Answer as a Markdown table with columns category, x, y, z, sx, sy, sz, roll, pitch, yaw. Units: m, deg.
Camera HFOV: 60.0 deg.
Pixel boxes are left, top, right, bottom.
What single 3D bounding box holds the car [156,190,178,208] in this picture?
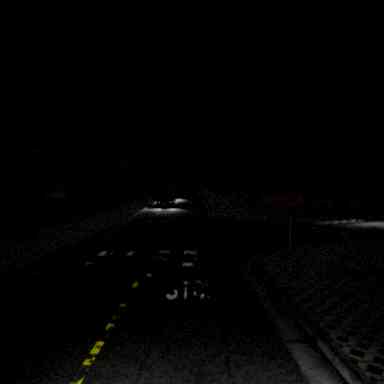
| category | x | y | z | sx | sy | sz | roll | pitch | yaw |
| --- | --- | --- | --- | --- | --- | --- | --- | --- | --- |
| car | -2.819 | 0.908 | 36.509 | 1.837 | 1.490 | 4.892 | 0 | 2 | 0 |

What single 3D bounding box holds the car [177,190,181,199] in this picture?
| category | x | y | z | sx | sy | sz | roll | pitch | yaw |
| --- | --- | --- | --- | --- | --- | --- | --- | --- | --- |
| car | -2.761 | 0.386 | 54.638 | 1.895 | 1.301 | 4.718 | 0 | 2 | 1 |
